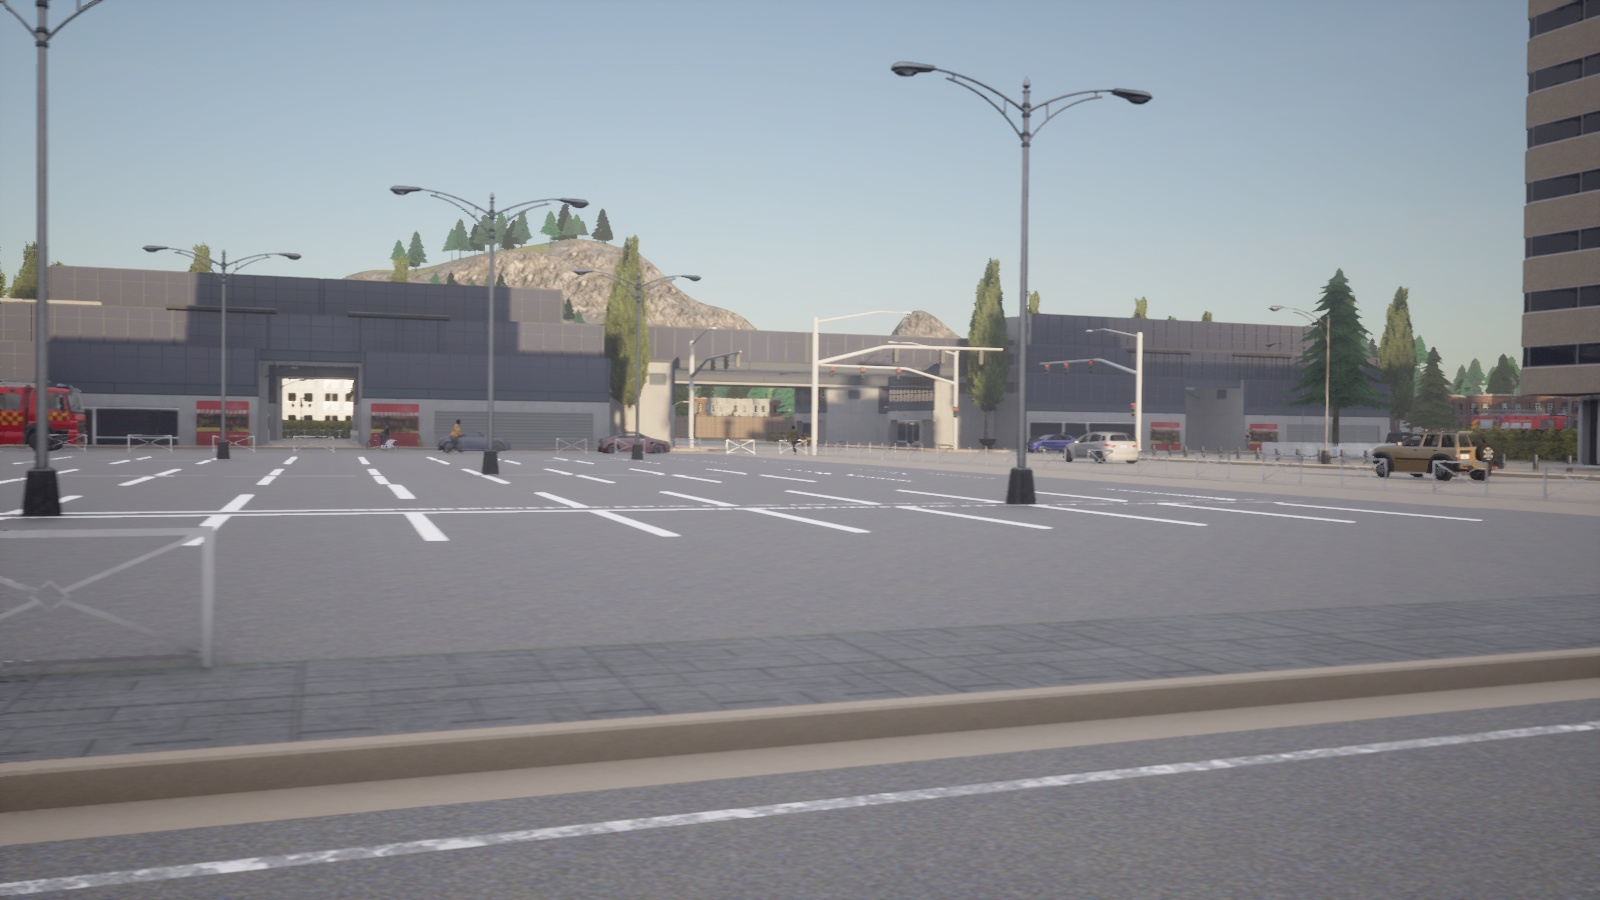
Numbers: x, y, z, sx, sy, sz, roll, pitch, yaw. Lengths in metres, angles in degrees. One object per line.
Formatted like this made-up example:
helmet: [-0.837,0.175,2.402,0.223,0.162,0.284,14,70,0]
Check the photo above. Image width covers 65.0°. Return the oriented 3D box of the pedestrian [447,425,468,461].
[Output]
pedestrian: [-17.763,-0.355,65.067,0.900,1.855,0.874,-1,1,-6]

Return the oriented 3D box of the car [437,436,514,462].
car: [-18.957,-0.072,73.368,4.181,1.385,1.994,-1,1,-19]

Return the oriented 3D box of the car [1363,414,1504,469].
car: [23.288,-0.336,46.367,1.932,1.855,4.605,-2,1,-18]

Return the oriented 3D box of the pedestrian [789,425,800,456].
pedestrian: [-0.331,-0.551,74.093,0.431,1.840,0.709,-1,1,-20]

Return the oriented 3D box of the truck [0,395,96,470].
truck: [-41.852,-0.925,65.505,8.468,3.827,2.891,-1,1,-19]

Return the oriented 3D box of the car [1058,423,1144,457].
car: [15.785,-0.549,66.104,2.242,1.667,4.611,-1,1,-20]

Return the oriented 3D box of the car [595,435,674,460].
car: [-9.611,-0.165,72.909,4.181,1.385,1.994,-1,1,-20]

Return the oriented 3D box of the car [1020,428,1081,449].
car: [18.958,-0.882,94.900,4.193,1.474,1.816,-1,1,-21]
